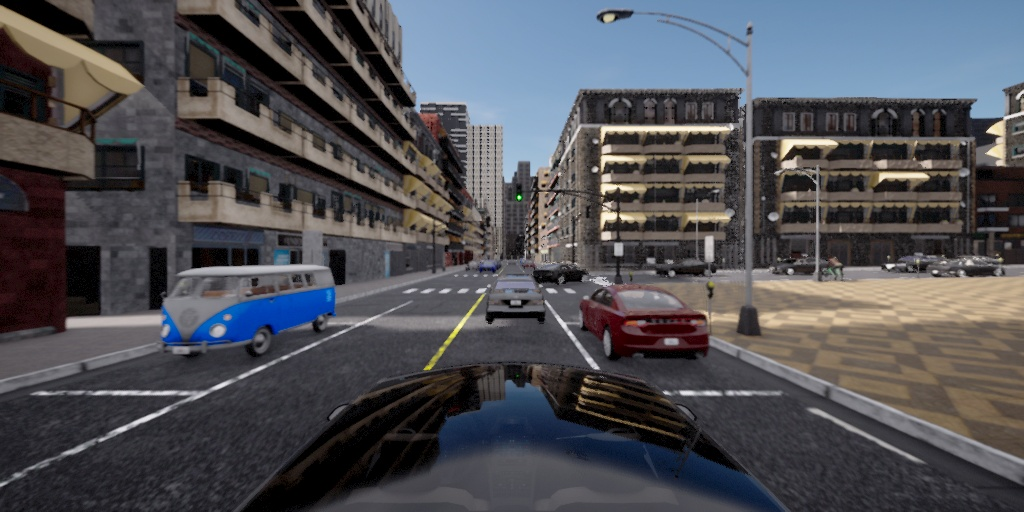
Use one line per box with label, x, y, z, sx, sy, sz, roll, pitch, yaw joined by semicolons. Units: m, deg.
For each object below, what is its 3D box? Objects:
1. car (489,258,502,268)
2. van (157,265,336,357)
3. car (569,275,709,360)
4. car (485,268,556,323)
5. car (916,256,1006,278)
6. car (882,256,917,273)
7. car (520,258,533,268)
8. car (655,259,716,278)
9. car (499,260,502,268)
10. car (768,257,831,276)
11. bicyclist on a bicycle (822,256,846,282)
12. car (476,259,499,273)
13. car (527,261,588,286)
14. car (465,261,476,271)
car;-2.990;1.290;65.264;2.097;1.767;4.553;0;0;0
van;-5.691;1.107;8.269;1.690;1.789;3.998;0;0;0
car;2.690;1.311;8.266;1.888;1.381;4.507;0;0;0
car;0.104;1.324;12.286;2.033;1.411;5.357;0;0;0
car;32.482;0.862;25.711;4.403;1.370;2.007;0;0;-1
car;35.608;0.721;31.529;4.902;1.511;2.128;-1;0;-1
car;2.699;1.350;57.265;1.967;1.591;4.097;0;0;0
car;15.068;1.030;31.257;5.008;1.535;1.882;-1;0;-1
car;-3.063;1.256;55.170;2.097;1.767;4.553;0;0;0
car;25.127;0.898;31.394;4.892;1.490;1.837;-1;0;-1
bicyclist on a bicycle;20.248;0.822;22.588;0.582;1.620;1.656;-1;0;-1
car;-3.084;1.351;46.010;1.882;1.535;5.008;0;0;1
car;3.626;1.282;25.925;1.882;1.535;5.008;-3;-2;43
car;-5.682;1.443;51.744;2.007;1.370;4.403;0;0;0
